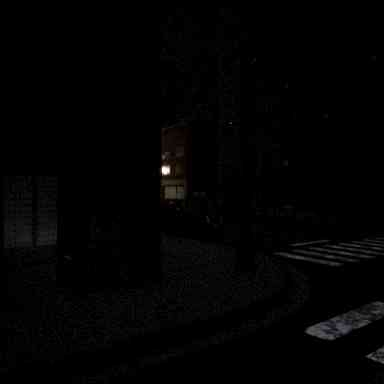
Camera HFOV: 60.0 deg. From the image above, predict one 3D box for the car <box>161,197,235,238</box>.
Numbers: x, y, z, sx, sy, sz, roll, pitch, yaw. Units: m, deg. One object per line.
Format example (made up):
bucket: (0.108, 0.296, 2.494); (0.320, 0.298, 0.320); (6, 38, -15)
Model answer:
car: (-0.317, 1.285, 17.889); (2.192, 1.841, 5.009); (0, 0, -35)

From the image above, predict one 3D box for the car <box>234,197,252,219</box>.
car: (2.939, 1.313, 27.160); (2.192, 1.841, 5.009); (0, 0, -35)

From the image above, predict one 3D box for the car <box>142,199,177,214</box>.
car: (-3.643, 1.530, 36.417); (1.887, 1.381, 4.507); (0, 0, -35)

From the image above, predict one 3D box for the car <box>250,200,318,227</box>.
car: (6.129, 1.529, 22.669); (1.752, 1.417, 4.829); (0, 0, -35)
